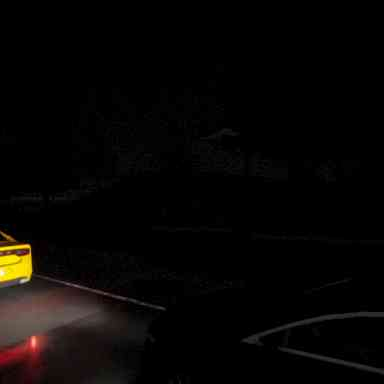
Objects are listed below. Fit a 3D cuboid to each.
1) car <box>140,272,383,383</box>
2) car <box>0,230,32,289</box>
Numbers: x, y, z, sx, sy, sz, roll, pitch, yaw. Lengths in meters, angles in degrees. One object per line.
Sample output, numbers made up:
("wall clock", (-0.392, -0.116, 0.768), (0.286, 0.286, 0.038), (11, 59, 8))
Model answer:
("car", (1.710, 1.490, 2.788), (4.902, 1.511, 2.128), (0, 0, 35))
("car", (-5.888, 1.468, 8.038), (5.008, 1.535, 1.882), (0, 0, 35))
